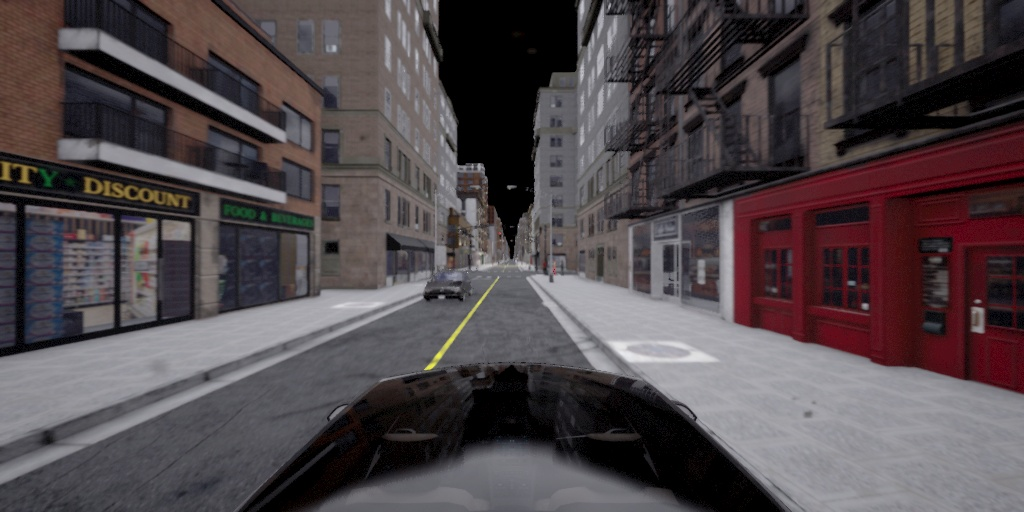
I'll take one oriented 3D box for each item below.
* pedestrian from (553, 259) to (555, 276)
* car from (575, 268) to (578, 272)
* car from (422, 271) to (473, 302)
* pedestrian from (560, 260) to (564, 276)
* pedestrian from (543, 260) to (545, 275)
[{"bbox_3d":[4.637,1.270,39.599,0.375,1.860,0.375,0,0,0],"label":"pedestrian"},{"bbox_3d":[11.656,1.941,54.381,4.207,1.307,1.802,0,0,0],"label":"car"},{"bbox_3d":[-3.100,1.468,18.447,2.033,1.411,5.357,0,-1,0],"label":"car"},{"bbox_3d":[5.637,1.300,40.199,0.375,1.860,0.375,0,0,0],"label":"pedestrian"},{"bbox_3d":[3.637,1.272,40.799,0.375,1.860,0.375,0,0,0],"label":"pedestrian"}]
